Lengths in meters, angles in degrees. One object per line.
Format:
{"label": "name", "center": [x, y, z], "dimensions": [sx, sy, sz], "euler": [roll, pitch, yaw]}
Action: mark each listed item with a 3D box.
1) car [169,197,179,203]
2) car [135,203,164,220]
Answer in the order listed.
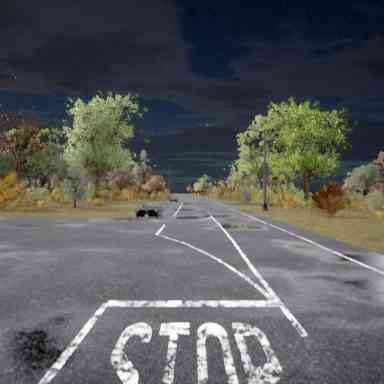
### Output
{"label": "car", "center": [-3.684, 1.615, 67.278], "dimensions": [1.895, 1.301, 4.718], "euler": [0, 0, 0]}
{"label": "car", "center": [-3.444, 1.548, 27.385], "dimensions": [1.895, 1.301, 4.718], "euler": [0, -2, 0]}
